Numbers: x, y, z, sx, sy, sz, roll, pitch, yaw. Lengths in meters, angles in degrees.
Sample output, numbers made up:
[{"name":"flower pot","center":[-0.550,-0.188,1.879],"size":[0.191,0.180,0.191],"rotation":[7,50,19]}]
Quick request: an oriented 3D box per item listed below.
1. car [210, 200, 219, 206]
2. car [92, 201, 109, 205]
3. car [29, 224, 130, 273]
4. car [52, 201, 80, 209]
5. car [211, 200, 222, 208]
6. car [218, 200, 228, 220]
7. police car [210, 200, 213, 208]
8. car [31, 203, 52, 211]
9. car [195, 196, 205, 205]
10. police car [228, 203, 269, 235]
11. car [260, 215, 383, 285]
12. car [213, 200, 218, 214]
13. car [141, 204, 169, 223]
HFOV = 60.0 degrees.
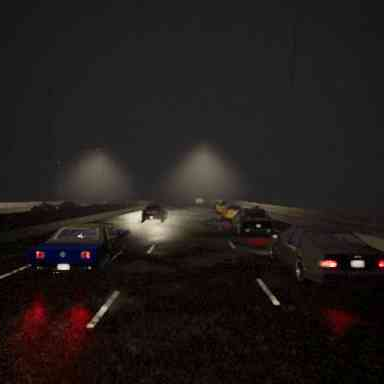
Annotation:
[{"name":"car","center":[5.110,2.525,75.034],"size":[1.895,1.301,4.718],"rotation":[0,-1,2]},{"name":"car","center":[-13.414,2.043,48.520],"size":[2.128,1.511,4.902],"rotation":[0,-1,2]},{"name":"car","center":[-3.364,1.711,10.988],"size":[1.895,1.301,4.718],"rotation":[0,-1,0]},{"name":"car","center":[-16.984,2.022,46.003],"size":[1.837,1.490,4.892],"rotation":[0,0,2]},{"name":"car","center":[4.671,2.271,64.092],"size":[1.837,1.490,4.892],"rotation":[0,-1,2]},{"name":"car","center":[3.776,1.791,31.531],"size":[1.801,1.575,5.366],"rotation":[0,-1,1]},{"name":"police car","center":[4.305,2.044,53.288],"size":[1.930,1.638,5.238],"rotation":[0,-1,2]},{"name":"car","center":[-20.474,2.125,46.423],"size":[1.895,1.301,4.718],"rotation":[0,-1,2]},{"name":"car","center":[1.948,2.116,83.164],"size":[2.150,2.045,5.566],"rotation":[0,-1,3]},{"name":"police car","center":[3.613,1.634,20.530],"size":[1.930,1.638,5.238],"rotation":[0,-1,1]},{"name":"car","center":[3.632,1.646,9.784],"size":[2.033,1.411,5.357],"rotation":[0,-1,0]},{"name":"car","center":[4.007,1.930,42.450],"size":[1.801,1.575,5.366],"rotation":[0,-1,1]},{"name":"car","center":[-3.163,1.805,28.737],"size":[1.837,1.490,4.892],"rotation":[0,-1,1]}]
